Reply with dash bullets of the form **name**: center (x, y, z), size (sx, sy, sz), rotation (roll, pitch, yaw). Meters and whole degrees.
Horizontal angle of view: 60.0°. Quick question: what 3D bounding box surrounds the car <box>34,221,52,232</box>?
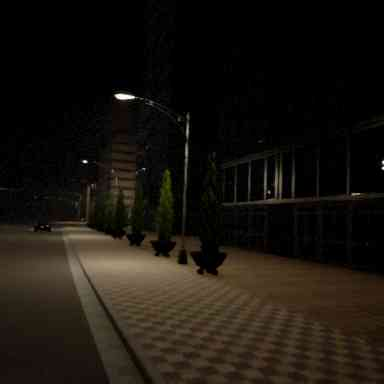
- **car**: center (-19.507, 4.448, 43.570), size (1.994, 1.385, 4.181), rotation (4, -5, -22)
